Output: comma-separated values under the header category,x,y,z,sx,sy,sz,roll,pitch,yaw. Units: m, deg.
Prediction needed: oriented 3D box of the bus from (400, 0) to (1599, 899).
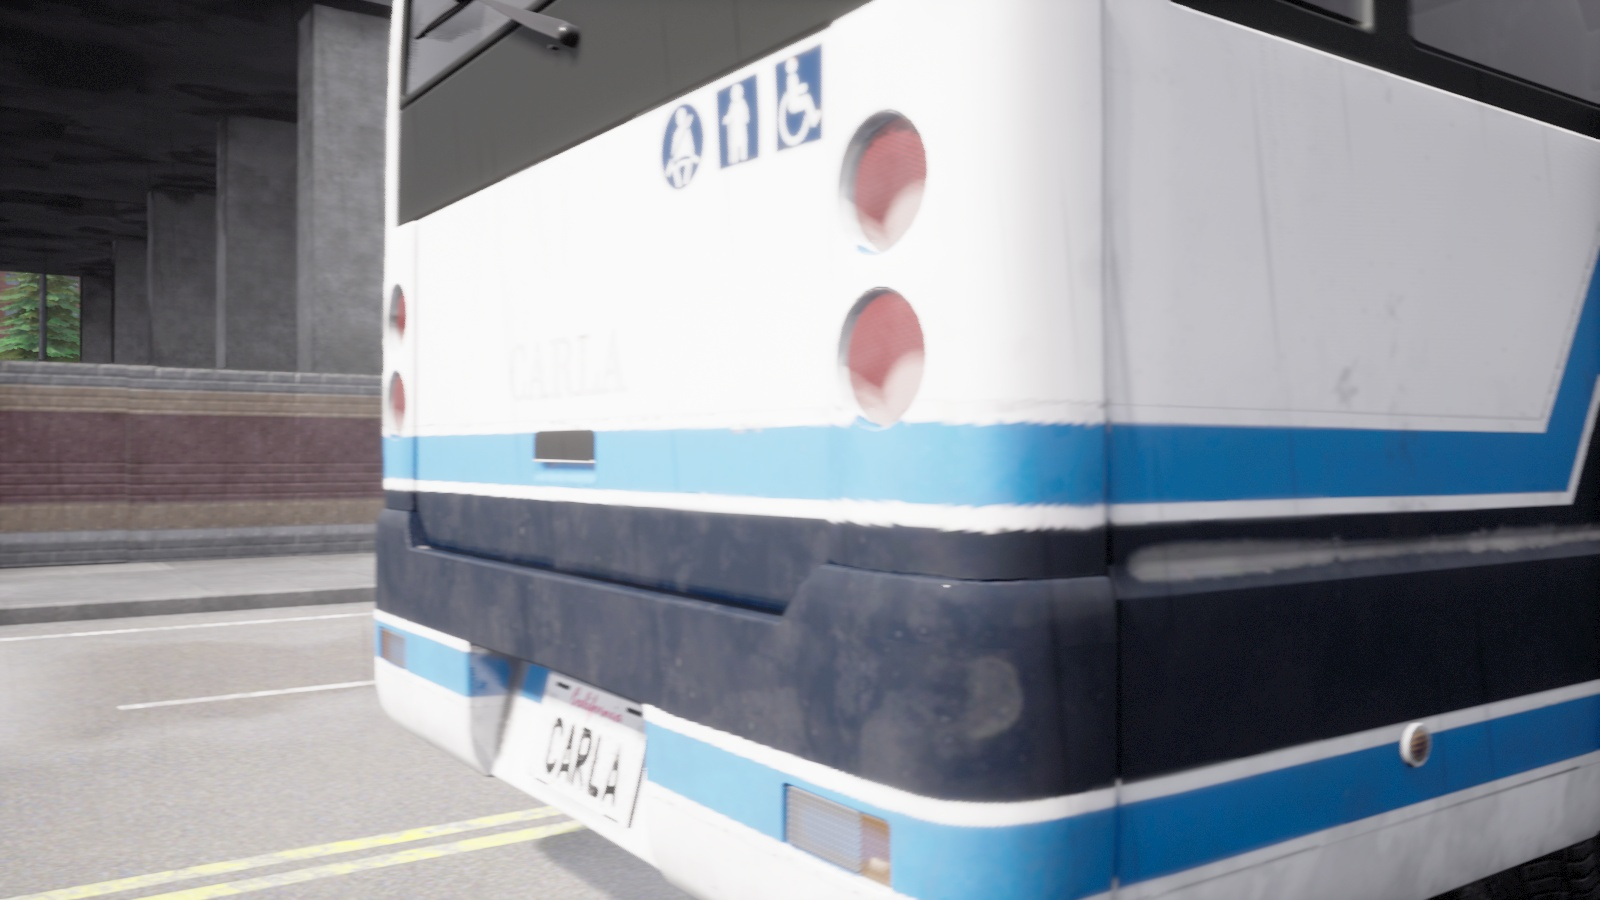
category,x,y,z,sx,sy,sz,roll,pitch,yaw
bus,3.761,-0.624,6.282,10.273,4.253,3.944,0,0,-35
